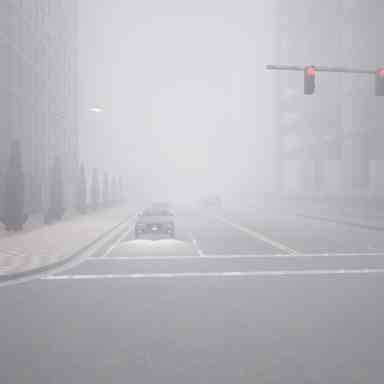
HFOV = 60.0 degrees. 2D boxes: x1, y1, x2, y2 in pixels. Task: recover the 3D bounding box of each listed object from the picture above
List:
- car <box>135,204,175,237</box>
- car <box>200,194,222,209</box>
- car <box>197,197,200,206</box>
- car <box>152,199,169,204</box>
[{"bbox_3d":[-1.975,1.605,18.107,1.994,1.385,4.181,0,0,-5],"label":"car"},{"bbox_3d":[2.895,1.279,47.050,2.150,2.045,5.566,0,0,-4],"label":"car"},{"bbox_3d":[2.028,1.415,57.433,2.097,1.767,4.553,0,0,-5],"label":"car"},{"bbox_3d":[-2.918,1.594,30.003,2.033,1.411,5.357,0,0,-5],"label":"car"}]
